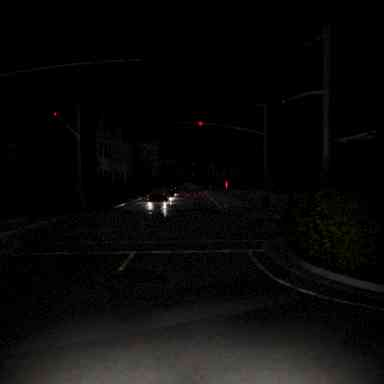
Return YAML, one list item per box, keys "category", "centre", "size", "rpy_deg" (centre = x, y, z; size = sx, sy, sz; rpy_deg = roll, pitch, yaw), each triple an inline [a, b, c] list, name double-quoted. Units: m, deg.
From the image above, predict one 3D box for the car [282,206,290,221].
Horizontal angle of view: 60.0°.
- category: "car"
  centre: [7.498, 1.003, 17.304]
  size: [5.357, 1.411, 2.033]
  rpy_deg: [-1, 2, 0]

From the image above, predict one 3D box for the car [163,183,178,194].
- category: "car"
  centre: [-3.671, -0.609, 57.534]
  size: [2.097, 1.767, 4.553]
  rpy_deg: [-1, 2, 0]

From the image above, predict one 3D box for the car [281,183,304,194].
- category: "car"
  centre: [15.317, -0.507, 52.014]
  size: [2.007, 1.523, 4.514]
  rpy_deg: [-1, 2, 0]

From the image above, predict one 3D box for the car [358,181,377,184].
- category: "car"
  centre: [19.045, -0.169, 34.152]
  size: [1.905, 1.878, 3.866]
  rpy_deg: [-1, 2, 0]

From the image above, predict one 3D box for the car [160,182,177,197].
- category: "car"
  centre: [-3.695, -0.406, 47.644]
  size: [2.150, 2.045, 5.566]
  rpy_deg: [-1, 2, 0]

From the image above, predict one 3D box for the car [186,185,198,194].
- category: "car"
  centre: [-0.013, -0.454, 56.862]
  size: [1.812, 1.442, 4.674]
  rpy_deg: [-1, 1, 0]

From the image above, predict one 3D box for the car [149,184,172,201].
- category: "car"
  centre: [-3.682, 0.185, 37.727]
  size: [1.882, 1.535, 5.008]
  rpy_deg: [-1, 2, 0]

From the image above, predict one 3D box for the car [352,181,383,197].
- category: "car"
  centre: [22.298, -0.453, 42.029]
  size: [1.932, 1.855, 4.605]
  rpy_deg: [-1, 2, 0]

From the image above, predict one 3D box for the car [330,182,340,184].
- category: "car"
  centre: [25.363, -1.019, 59.417]
  size: [2.152, 1.636, 5.027]
  rpy_deg: [-1, 2, 0]
